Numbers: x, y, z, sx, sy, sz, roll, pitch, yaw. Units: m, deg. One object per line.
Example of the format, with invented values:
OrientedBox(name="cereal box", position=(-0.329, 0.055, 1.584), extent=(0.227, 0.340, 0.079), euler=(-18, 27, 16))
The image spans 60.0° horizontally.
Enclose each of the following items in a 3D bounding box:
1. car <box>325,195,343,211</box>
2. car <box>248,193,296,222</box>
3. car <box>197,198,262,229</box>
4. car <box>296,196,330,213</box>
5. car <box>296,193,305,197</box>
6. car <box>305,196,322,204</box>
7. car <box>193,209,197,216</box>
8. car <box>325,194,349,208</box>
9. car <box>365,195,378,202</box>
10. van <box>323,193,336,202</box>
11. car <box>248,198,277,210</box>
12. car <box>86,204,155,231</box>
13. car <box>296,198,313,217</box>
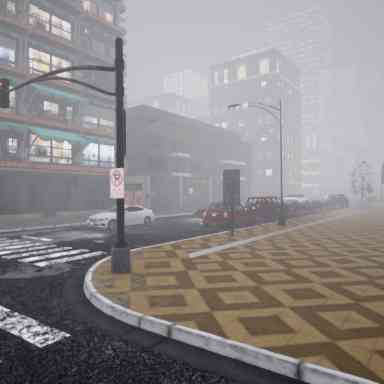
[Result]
OrientedBox(name="car", position=(15.686, 1.415, 38.794), extent=(2.008, 1.369, 4.403), euler=(-1, 0, 36))
OrientedBox(name="car", position=(5.750, 1.215, 25.273), extent=(2.192, 1.841, 5.009), euler=(-1, 0, 36))
OrientedBox(name="car", position=(2.439, 1.352, 20.765), extent=(1.967, 1.590, 4.097), euler=(-1, 0, 36))
OrientedBox(name="car", position=(12.375, 1.421, 34.287), extent=(1.887, 1.381, 4.507), euler=(-1, 0, 36))
OrientedBox(name="car", position=(13.972, 1.145, 45.501), extent=(2.150, 2.045, 5.566), euler=(-1, -1, 37))
OrientedBox(name="car", position=(22.481, 1.439, 61.352), extent=(1.752, 1.417, 4.829), euler=(-1, 0, 36))
OrientedBox(name="car", position=(2.341, 1.513, 29.775), extent=(2.033, 1.411, 5.357), euler=(-1, 0, 36))
OrientedBox(name="car", position=(18.995, 1.167, 43.302), extent=(2.192, 1.841, 5.009), euler=(-1, 0, 36))
OrientedBox(name="car", position=(35.555, 1.333, 65.838), extent=(1.887, 1.381, 4.507), euler=(-1, 0, 36))
OrientedBox(name="van", position=(29.203, 1.229, 70.504), extent=(1.690, 1.788, 3.998), euler=(-1, 0, 36))
OrientedBox(name="car", position=(9.235, 1.489, 43.322), extent=(1.752, 1.417, 4.829), euler=(-1, 0, 36))
OrientedBox(name="car", position=(-4.303, 1.515, 20.734), extent=(1.812, 1.442, 4.674), euler=(-1, 0, 36))
OrientedBox(name="car", position=(9.064, 1.470, 29.779), extent=(1.802, 1.307, 4.206), euler=(-1, 0, 36))
